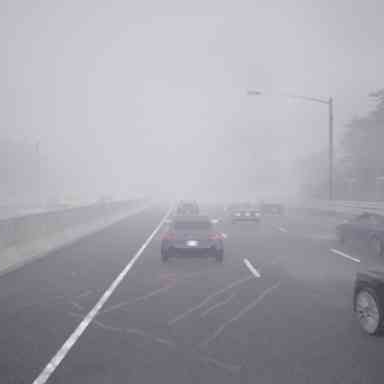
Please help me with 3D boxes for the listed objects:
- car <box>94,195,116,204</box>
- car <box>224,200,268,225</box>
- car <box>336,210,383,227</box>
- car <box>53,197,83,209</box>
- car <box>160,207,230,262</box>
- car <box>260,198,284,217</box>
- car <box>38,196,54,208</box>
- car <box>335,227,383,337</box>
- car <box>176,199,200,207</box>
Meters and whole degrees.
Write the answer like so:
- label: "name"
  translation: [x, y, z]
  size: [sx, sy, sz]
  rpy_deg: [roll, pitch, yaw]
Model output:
- label: "car"
  translation: [-11.582, 1.201, 44.487]
  size: [2.097, 1.767, 4.553]
  rpy_deg: [0, 0, -2]
- label: "car"
  translation: [3.304, 1.391, 22.421]
  size: [2.033, 1.411, 5.357]
  rpy_deg: [0, 0, -1]
- label: "car"
  translation: [6.977, 1.402, 12.273]
  size: [1.812, 1.442, 4.674]
  rpy_deg: [0, 0, 0]
- label: "car"
  translation: [-14.958, 1.329, 41.165]
  size: [1.882, 1.535, 5.008]
  rpy_deg: [0, 0, -2]
- label: "car"
  translation: [-0.011, 1.446, 11.647]
  size: [1.994, 1.385, 4.181]
  rpy_deg: [0, 0, -1]
- label: "car"
  translation: [6.631, 1.319, 29.417]
  size: [1.882, 1.535, 5.008]
  rpy_deg: [0, 0, -2]
- label: "car"
  translation: [-18.563, 1.346, 43.909]
  size: [2.128, 1.511, 4.902]
  rpy_deg: [0, 0, -2]
- label: "car"
  translation: [3.565, 1.448, 3.606]
  size: [2.128, 1.511, 4.902]
  rpy_deg: [0, 0, 0]
- label: "car"
  translation: [-0.345, 1.334, 28.455]
  size: [2.128, 1.511, 4.902]
  rpy_deg: [0, 0, -2]
